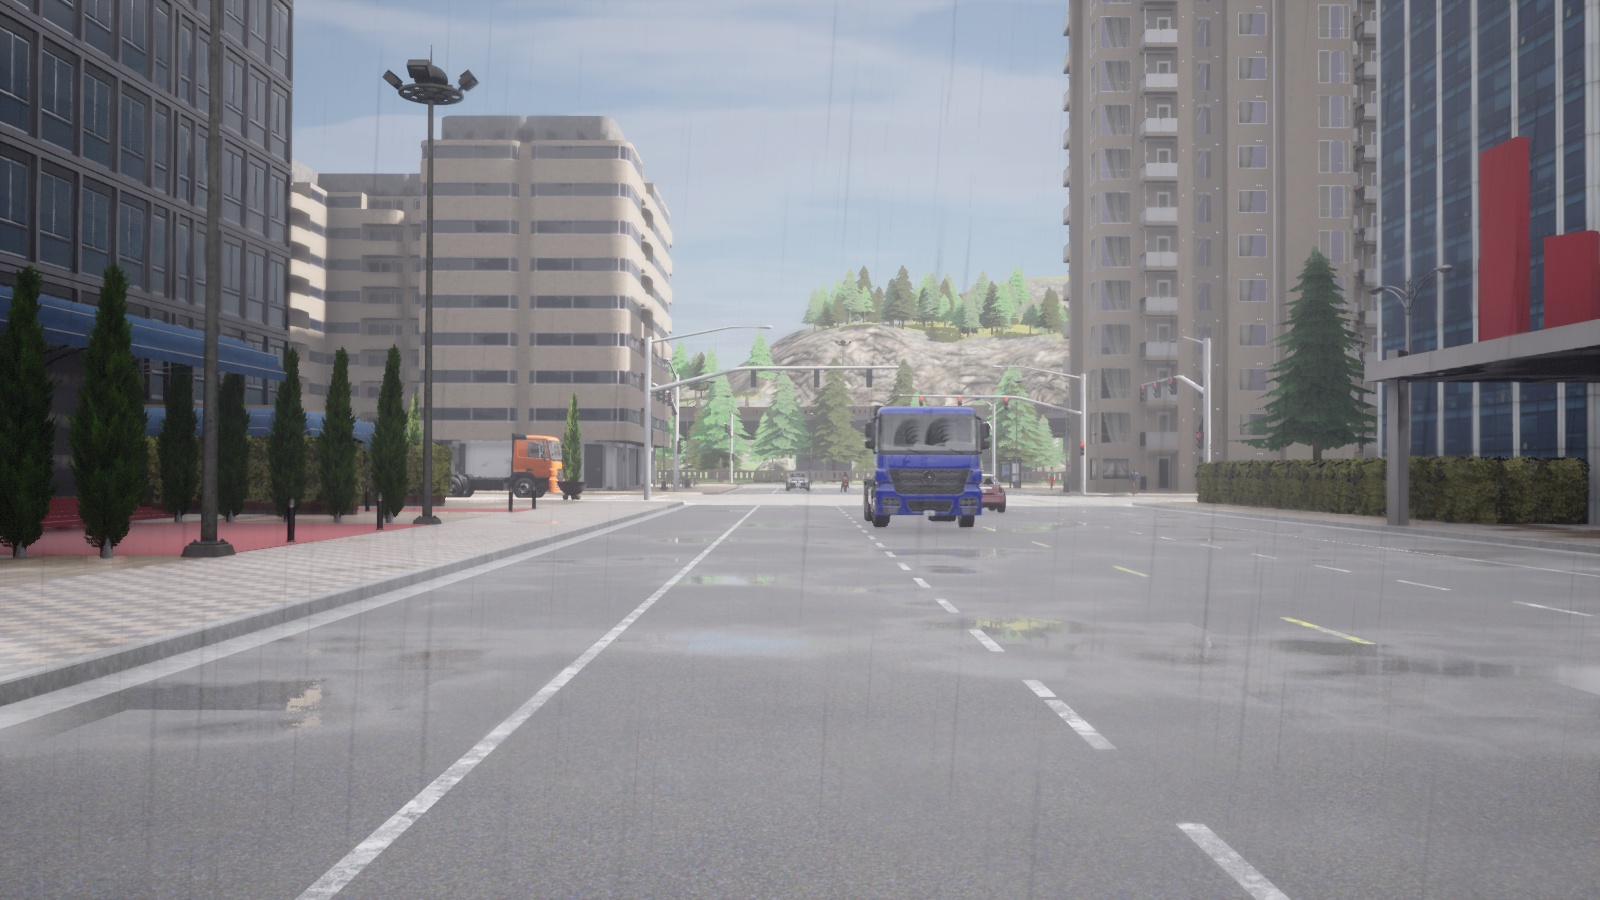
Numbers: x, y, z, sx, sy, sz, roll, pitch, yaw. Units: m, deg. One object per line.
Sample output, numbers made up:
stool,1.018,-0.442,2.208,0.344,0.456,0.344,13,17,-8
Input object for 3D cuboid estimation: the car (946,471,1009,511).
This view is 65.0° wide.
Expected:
car,6.925,1.579,49.328,1.970,1.475,3.806,0,-1,0

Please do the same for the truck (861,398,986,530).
truck,3.440,0.441,37.135,2.891,3.462,7.936,0,-1,0

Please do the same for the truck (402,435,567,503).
truck,-16.485,1.005,66.013,7.936,3.462,2.891,0,-1,0

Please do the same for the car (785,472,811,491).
car,-0.147,2.433,98.642,1.970,1.475,3.806,0,-1,0
